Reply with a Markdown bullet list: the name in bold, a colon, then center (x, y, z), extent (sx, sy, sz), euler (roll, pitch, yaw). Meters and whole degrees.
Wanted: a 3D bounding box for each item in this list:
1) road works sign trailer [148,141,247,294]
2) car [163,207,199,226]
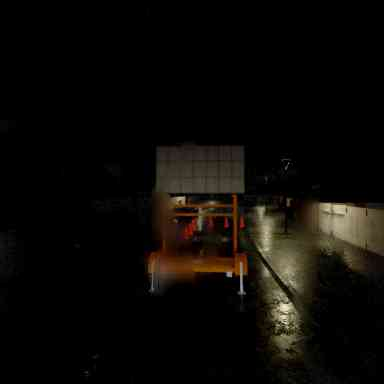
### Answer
- **road works sign trailer**: center (0.226, 0.470, 8.834), extent (2.380, 3.560, 2.880), euler (0, 0, 5)
- **car**: center (-0.724, 1.636, 24.044), extent (1.895, 1.301, 4.718), euler (0, 0, 9)
